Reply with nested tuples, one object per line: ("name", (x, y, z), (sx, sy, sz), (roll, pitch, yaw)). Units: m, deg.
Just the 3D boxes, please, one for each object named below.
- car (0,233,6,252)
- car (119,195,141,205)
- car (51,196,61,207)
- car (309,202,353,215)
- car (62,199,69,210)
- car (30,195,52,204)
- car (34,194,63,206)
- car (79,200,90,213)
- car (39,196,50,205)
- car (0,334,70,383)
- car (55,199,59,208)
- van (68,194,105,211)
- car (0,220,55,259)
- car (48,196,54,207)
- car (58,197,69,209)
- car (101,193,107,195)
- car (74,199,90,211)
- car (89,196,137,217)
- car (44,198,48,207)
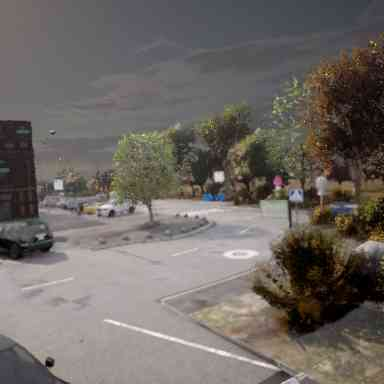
("car", (-13.406, 3.406, 19.400), (4.792, 1.488, 2.163), (-3, 2, 34))
("car", (-11.616, 1.414, 61.681), (2.128, 1.511, 4.902), (-5, 3, -34))
("car", (-22.833, 1.982, 61.548), (2.185, 1.767, 4.553), (-2, 4, 36))
("car", (11.544, 1.534, 26.736), (1.812, 1.442, 4.674), (-5, 2, -26))
("car", (-17.789, 2.121, 54.070), (2.097, 1.535, 5.008), (-2, 4, 36))
("car", (-37.998, 1.991, 83.896), (2.185, 1.767, 4.553), (-3, 3, 36))
("car", (-32.947, 1.853, 76.477), (2.435, 2.045, 5.566), (-3, 3, 36))
("car", (-12.626, 2.116, 46.765), (1.946, 1.575, 5.366), (-2, 3, 36))
("car", (-27.893, 1.851, 69.010), (2.435, 2.045, 5.566), (-2, 3, 36))
("car", (-3.623, 3.411, 5.560), (4.792, 1.488, 2.163), (-1, 4, 34))
("car", (-21.164, 2.154, 59.045), (2.002, 1.452, 4.674), (-2, 3, 36))
("van", (-16.192, 1.911, 51.473), (1.878, 1.987, 4.442), (-2, 4, 36))
("car", (-11.083, 2.905, 21.116), (5.566, 2.045, 2.435), (-3, 3, 35))
("car", (-24.513, 1.979, 64.035), (2.185, 1.767, 4.553), (-2, 4, 36))
("car", (-19.516, 1.995, 56.527), (2.185, 1.767, 4.553), (-2, 3, 36))
("car", (-20.326, 1.103, 74.353), (2.097, 1.767, 4.553), (-5, 3, -34))
("car", (-14.426, 2.171, 49.098), (2.002, 1.452, 4.674), (-2, 3, 36))
("car", (-9.374, 1.894, 41.608), (2.435, 2.045, 5.566), (-2, 4, 36))
("car", (-26.195, 2.132, 66.536), (2.163, 1.488, 4.792), (-2, 3, 36))
